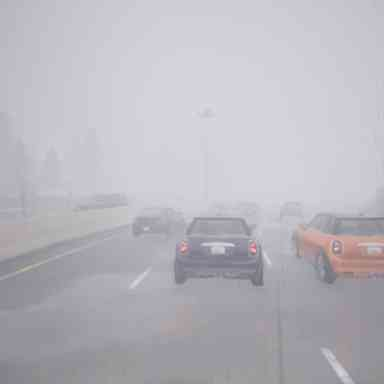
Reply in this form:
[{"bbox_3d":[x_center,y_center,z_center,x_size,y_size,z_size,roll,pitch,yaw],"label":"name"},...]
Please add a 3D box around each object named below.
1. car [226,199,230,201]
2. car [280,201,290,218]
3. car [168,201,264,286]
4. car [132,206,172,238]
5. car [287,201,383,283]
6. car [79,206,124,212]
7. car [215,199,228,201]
[{"bbox_3d":[4.515,1.457,27.351,2.033,1.411,5.357,0,0,18],"label":"car"},{"bbox_3d":[8.525,1.462,28.351,2.033,1.411,5.357,0,0,19],"label":"car"},{"bbox_3d":[0.801,1.318,9.583,2.097,1.767,4.553,0,0,6],"label":"car"},{"bbox_3d":[-1.623,1.460,17.104,1.812,1.442,4.674,0,0,10],"label":"car"},{"bbox_3d":[4.323,1.326,9.604,2.097,1.767,4.553,0,0,6],"label":"car"},{"bbox_3d":[-6.950,1.114,26.053,2.150,2.045,5.566,0,0,16],"label":"car"},{"bbox_3d":[3.132,1.409,33.775,1.812,1.442,4.674,0,0,20],"label":"car"}]
